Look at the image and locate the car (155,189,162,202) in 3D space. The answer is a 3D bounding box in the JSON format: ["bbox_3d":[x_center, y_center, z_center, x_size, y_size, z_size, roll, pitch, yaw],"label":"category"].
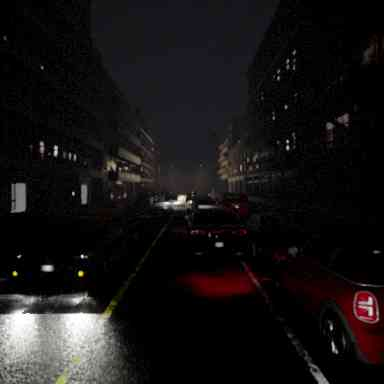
[{"bbox_3d":[-5.689,0.558,45.132,2.192,1.841,5.009,0,1,0],"label":"car"}]

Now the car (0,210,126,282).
[{"bbox_3d":[-3.102,1.410,9.123,1.994,1.385,4.181,0,1,0],"label":"car"}]

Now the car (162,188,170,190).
[{"bbox_3d":[-5.688,0.081,73.310,2.192,1.841,5.009,0,1,0],"label":"car"}]

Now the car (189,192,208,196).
[{"bbox_3d":[0.900,1.012,27.811,1.882,1.535,5.008,0,1,0],"label":"car"}]

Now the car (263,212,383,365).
[{"bbox_3d":[2.691,1.344,5.681,1.967,1.590,4.097,0,1,0],"label":"car"}]

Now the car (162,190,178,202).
[{"bbox_3d":[-3.085,0.764,49.850,1.895,1.301,4.718,0,1,0],"label":"car"}]

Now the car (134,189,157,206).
[{"bbox_3d":[-5.690,0.778,39.499,1.967,1.590,4.097,0,1,0],"label":"car"}]

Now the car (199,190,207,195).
[{"bbox_3d":[2.691,0.119,84.581,1.887,1.381,4.507,0,1,0],"label":"car"}]

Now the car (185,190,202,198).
[{"bbox_3d":[0.004,0.744,47.910,2.033,1.411,5.357,0,1,0],"label":"car"}]

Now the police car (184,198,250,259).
[{"bbox_3d":[0.755,1.225,11.920,1.930,1.638,5.238,0,1,0],"label":"police car"}]

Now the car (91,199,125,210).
[{"bbox_3d":[-5.689,1.150,22.422,1.752,1.417,4.829,0,1,0],"label":"car"}]

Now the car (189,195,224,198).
[{"bbox_3d":[0.834,1.161,21.808,1.812,1.442,4.674,0,1,0],"label":"car"}]

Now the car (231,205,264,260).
[{"bbox_3d":[2.692,1.361,11.318,2.008,1.369,4.403,0,1,0],"label":"car"}]

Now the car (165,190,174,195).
[{"bbox_3d":[-5.689,0.119,84.585,1.887,1.381,4.507,0,1,0],"label":"car"}]

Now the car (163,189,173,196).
[{"bbox_3d":[-5.689,0.110,78.947,1.967,1.590,4.097,0,1,0],"label":"car"}]

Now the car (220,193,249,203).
[{"bbox_3d":[2.693,0.937,22.586,2.192,1.841,5.009,0,1,0],"label":"car"}]

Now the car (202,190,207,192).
[{"bbox_3d":[2.691,0.289,73.480,1.752,1.417,4.829,0,1,0],"label":"car"}]

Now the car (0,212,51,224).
[{"bbox_3d":[-5.690,1.376,11.321,1.947,1.339,4.313,0,1,0],"label":"car"}]

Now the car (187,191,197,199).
[{"bbox_3d":[0.000,0.478,62.355,1.812,1.442,4.674,0,1,0],"label":"car"}]
